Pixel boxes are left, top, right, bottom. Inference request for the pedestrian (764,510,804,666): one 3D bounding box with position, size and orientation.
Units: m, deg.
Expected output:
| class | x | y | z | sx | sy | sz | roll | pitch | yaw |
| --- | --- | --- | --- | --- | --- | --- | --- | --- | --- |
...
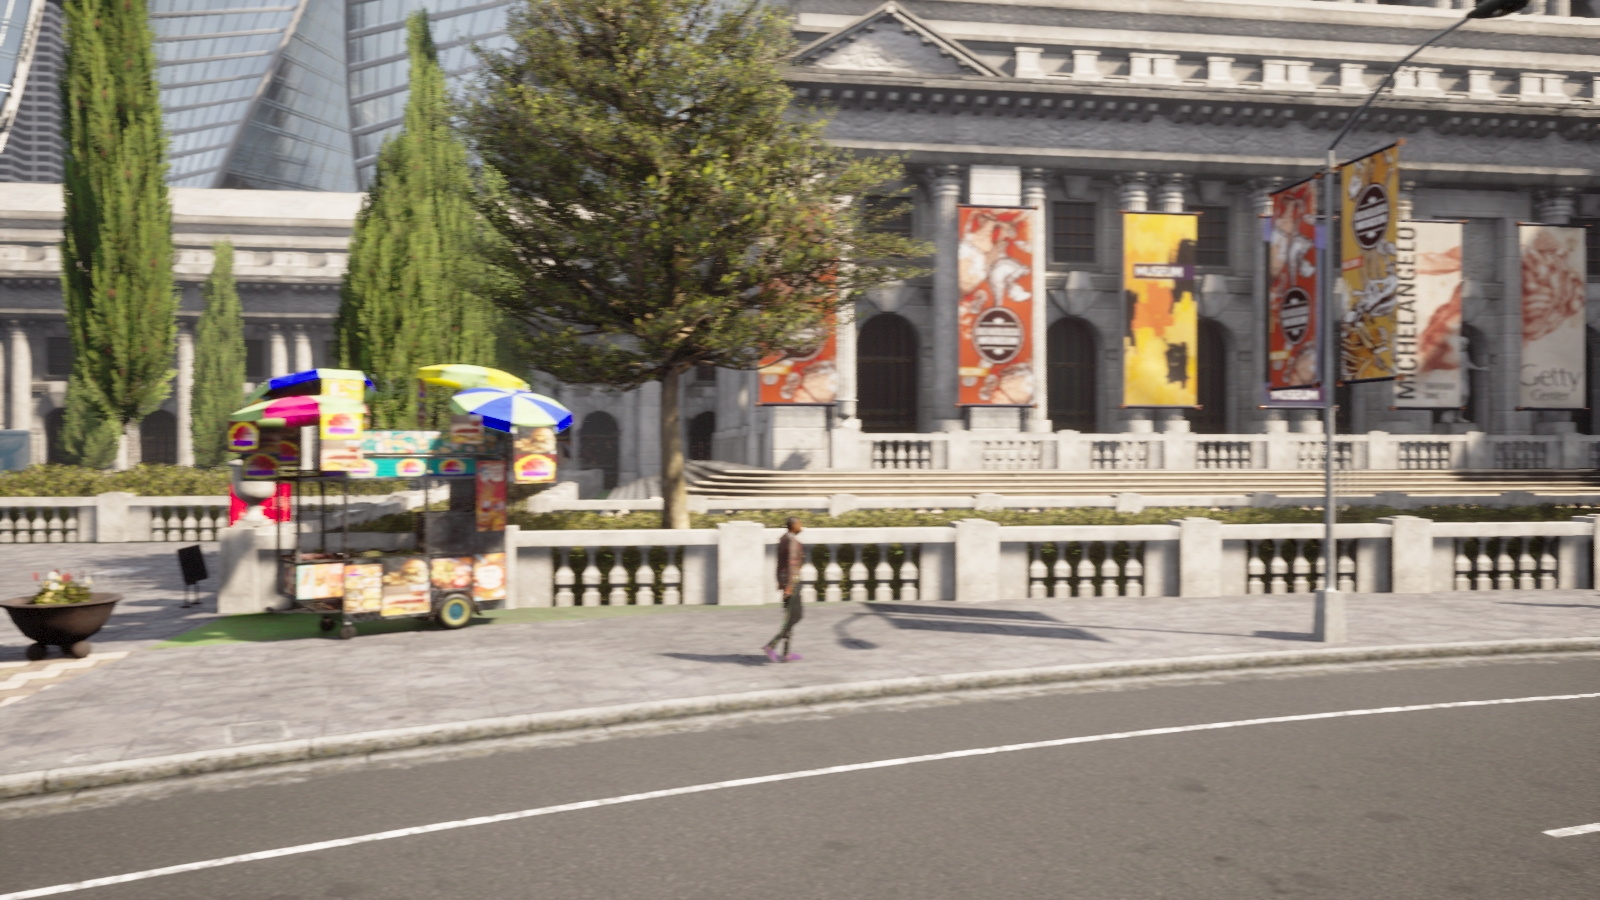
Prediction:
| class | x | y | z | sx | sy | sz | roll | pitch | yaw |
| --- | --- | --- | --- | --- | --- | --- | --- | --- | --- |
| pedestrian | -0.200 | 1.681 | 14.065 | 0.375 | 1.860 | 0.375 | 0 | 0 | -21 |
